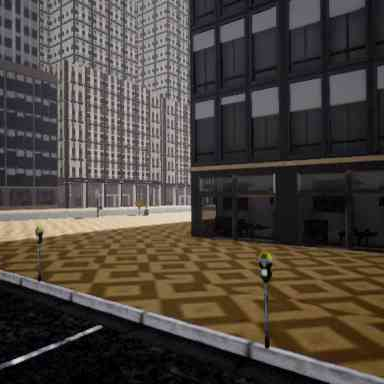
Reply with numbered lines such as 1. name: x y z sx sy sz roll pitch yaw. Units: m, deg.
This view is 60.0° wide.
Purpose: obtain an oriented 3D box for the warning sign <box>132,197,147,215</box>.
1. warning sign: -5.715 1.496 36.317 1.300 1.860 1.060 0 0 36
